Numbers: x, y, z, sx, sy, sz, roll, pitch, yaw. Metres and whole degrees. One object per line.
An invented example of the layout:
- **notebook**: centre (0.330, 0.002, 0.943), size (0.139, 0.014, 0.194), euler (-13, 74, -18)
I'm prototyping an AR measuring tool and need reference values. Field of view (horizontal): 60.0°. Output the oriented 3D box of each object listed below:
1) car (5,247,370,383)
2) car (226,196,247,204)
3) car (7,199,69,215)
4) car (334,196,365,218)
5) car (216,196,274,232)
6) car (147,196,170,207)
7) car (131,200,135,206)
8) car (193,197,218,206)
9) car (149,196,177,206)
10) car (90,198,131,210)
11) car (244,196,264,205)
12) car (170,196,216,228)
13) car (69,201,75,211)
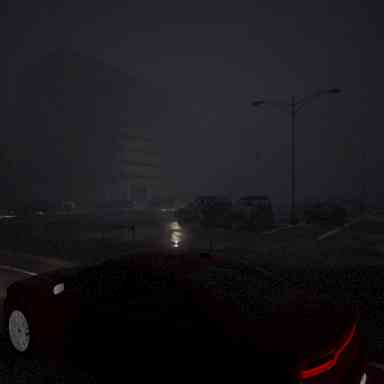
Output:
- **car**: centre (-0.520, 1.478, 4.360), size (5.008, 1.535, 1.882), euler (0, 0, 35)
- **car**: centre (8.545, 1.492, 63.351), size (2.128, 1.511, 4.902), euler (0, 0, 34)
- **car**: centre (-15.715, 1.547, 33.838), size (2.033, 1.411, 5.357), euler (0, 0, 34)
- **car**: centre (15.344, 1.395, 32.012), size (1.970, 1.475, 3.806), euler (0, 0, 34)
- **car**: centre (3.321, 1.156, 19.057), size (1.905, 1.878, 3.866), euler (0, 0, 34)
- **car**: centre (-4.698, 1.492, 50.230), size (2.128, 1.511, 4.902), euler (0, 0, 34)
- **car**: centre (-10.505, 1.547, 47.882), size (2.033, 1.411, 5.357), euler (0, 0, 33)
- **car**: centre (2.185, 1.526, 53.860), size (1.812, 1.442, 4.674), euler (0, 0, 34)
- **car**: centre (-4.797, 1.492, 56.319), size (2.128, 1.511, 4.902), euler (0, 0, 34)
- **car**: centre (-10.372, 1.601, 41.800), size (1.895, 1.301, 4.718), euler (0, 0, 34)
- **car**: centre (11.509, 1.526, 61.496), size (1.812, 1.442, 4.674), euler (0, 0, 34)
- **car**: centre (0.953, 1.153, 20.722), size (1.932, 1.855, 4.605), euler (0, 0, 34)
- **car**: centre (-16.166, 1.526, 39.426), size (1.812, 1.442, 4.674), euler (0, 0, 34)
